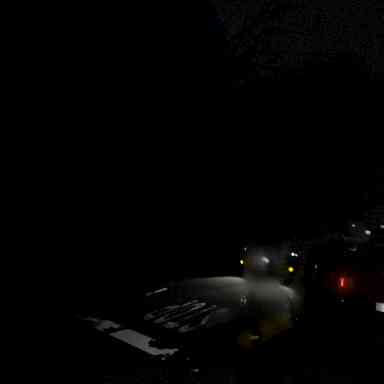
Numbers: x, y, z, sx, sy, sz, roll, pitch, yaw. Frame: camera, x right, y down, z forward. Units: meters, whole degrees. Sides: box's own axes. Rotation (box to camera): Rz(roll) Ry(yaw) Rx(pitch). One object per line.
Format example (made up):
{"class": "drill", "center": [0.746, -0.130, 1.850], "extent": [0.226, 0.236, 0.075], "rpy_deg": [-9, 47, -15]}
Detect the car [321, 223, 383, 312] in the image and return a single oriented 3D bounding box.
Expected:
{"class": "car", "center": [4.621, 1.596, 7.070], "extent": [1.895, 1.301, 4.718], "rpy_deg": [-1, -1, 41]}

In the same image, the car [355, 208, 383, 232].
{"class": "car", "center": [10.318, 1.569, 18.225], "extent": [2.033, 1.411, 5.357], "rpy_deg": [-1, -1, 41]}

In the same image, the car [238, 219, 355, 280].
{"class": "car", "center": [3.211, 1.599, 10.162], "extent": [1.994, 1.385, 4.181], "rpy_deg": [-1, -1, 42]}
